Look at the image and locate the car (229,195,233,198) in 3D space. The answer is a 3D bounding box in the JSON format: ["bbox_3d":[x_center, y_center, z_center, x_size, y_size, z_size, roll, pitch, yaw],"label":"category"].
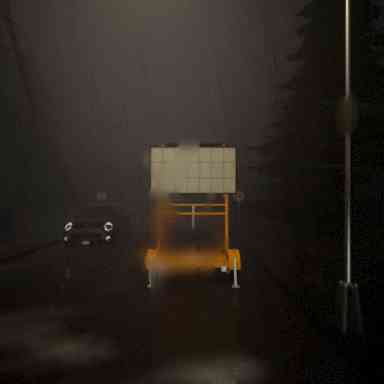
[{"bbox_3d":[11.322,1.515,92.995,1.853,1.218,4.536,0,0,30],"label":"car"}]

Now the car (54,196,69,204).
[{"bbox_3d":[-23.774,1.412,60.510,1.845,1.501,3.633,0,0,0],"label":"car"}]

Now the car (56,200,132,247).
[{"bbox_3d":[-4.056,1.351,14.928,2.097,1.767,4.553,0,0,0],"label":"car"}]

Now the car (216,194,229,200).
[{"bbox_3d":[8.551,1.429,93.391,3.633,1.501,1.845,0,0,11],"label":"car"}]

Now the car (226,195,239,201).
[{"bbox_3d":[11.348,1.672,93.040,2.038,1.542,4.974,0,0,30],"label":"car"}]

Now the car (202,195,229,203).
[{"bbox_3d":[4.502,1.479,68.965,4.902,1.511,2.128,1,0,-13],"label":"car"}]

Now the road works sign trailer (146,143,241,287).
[{"bbox_3d":[0.037,0.464,9.263,2.380,3.560,2.880,0,0,0],"label":"road works sign trailer"}]
